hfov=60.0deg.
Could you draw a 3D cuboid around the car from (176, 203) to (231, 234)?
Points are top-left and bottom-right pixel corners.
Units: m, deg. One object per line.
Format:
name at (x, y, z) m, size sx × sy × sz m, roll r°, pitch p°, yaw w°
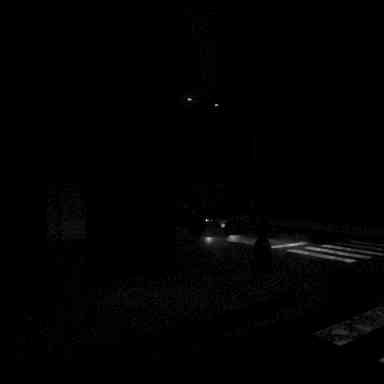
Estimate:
car at (0.091, 1.406, 18.639) m, size 2.128 × 1.511 × 4.902 m, roll 0°, pitch 0°, yaw -37°
